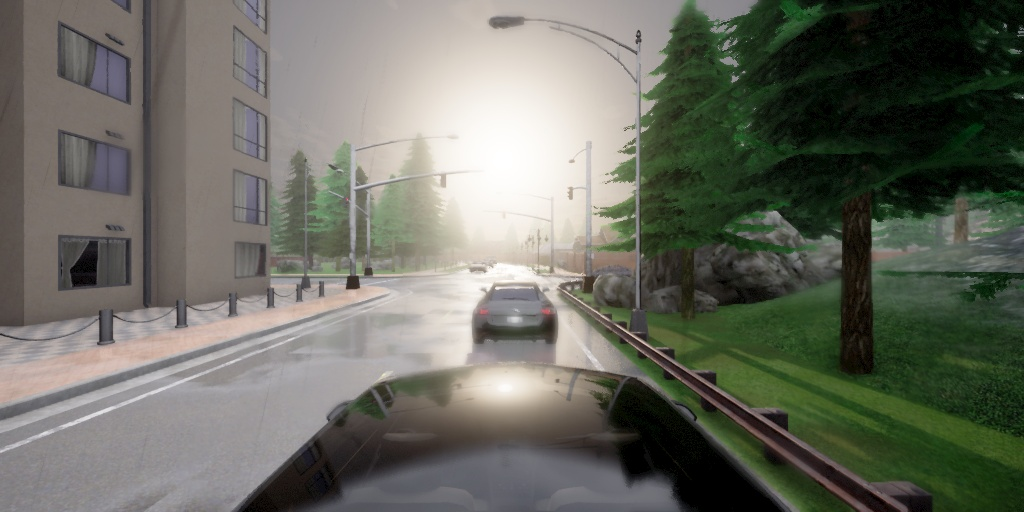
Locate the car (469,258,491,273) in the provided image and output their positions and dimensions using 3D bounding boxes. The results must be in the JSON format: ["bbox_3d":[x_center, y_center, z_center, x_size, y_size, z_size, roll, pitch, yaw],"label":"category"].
[{"bbox_3d":[-3.920,1.268,42.616,2.033,1.411,5.357,0,0,-1],"label":"car"}]

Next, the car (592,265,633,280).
[{"bbox_3d":[7.457,1.298,25.176,4.181,1.385,1.994,0,0,2],"label":"car"}]

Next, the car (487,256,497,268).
[{"bbox_3d":[-4.006,1.212,58.591,2.128,1.511,4.902,0,0,0],"label":"car"}]

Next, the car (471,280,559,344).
[{"bbox_3d":[0.081,1.314,9.577,1.994,1.385,4.181,0,0,1],"label":"car"}]
